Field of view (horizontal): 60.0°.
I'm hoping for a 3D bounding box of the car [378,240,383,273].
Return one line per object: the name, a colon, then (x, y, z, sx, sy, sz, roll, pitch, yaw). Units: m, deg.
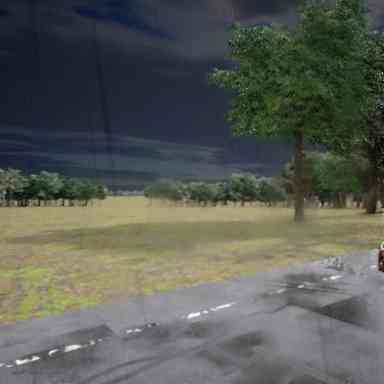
car: (7.013, 1.326, 8.993, 4.553, 1.767, 2.097, 0, 0, -35)
